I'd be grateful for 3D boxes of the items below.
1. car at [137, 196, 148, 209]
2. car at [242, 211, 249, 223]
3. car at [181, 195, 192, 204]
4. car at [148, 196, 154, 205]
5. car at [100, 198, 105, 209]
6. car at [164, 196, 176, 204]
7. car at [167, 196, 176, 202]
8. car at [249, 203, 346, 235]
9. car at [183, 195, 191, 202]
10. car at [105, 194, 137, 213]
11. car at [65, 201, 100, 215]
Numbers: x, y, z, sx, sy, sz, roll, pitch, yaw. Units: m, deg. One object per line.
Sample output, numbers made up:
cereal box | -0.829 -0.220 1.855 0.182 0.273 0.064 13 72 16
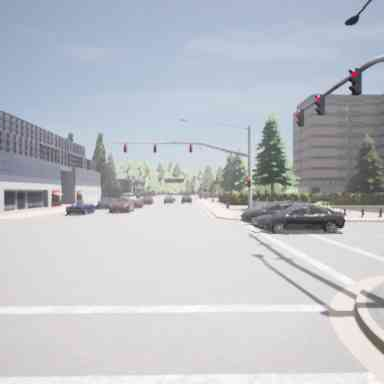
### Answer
car | -7.874 1.590 46.744 1.994 1.385 4.181 0 0 -1
car | 5.886 1.518 22.845 4.892 1.490 1.837 0 1 9
car | -1.034 1.388 65.456 2.097 1.767 4.553 0 0 -1
car | -8.022 1.510 59.999 1.882 1.535 5.008 0 0 0
car | -11.347 1.528 44.265 1.837 1.490 4.892 0 0 -1
car | -4.526 1.583 64.814 2.033 1.411 5.357 0 0 -1
car | -4.664 1.551 75.450 1.895 1.301 4.718 0 0 -1
car | 5.973 1.515 18.554 4.892 1.490 1.837 0 0 -4
car | -1.164 1.480 75.463 1.812 1.442 4.674 0 0 -1
car | -7.746 1.372 36.887 2.097 1.767 4.553 0 0 -1
car | -11.210 1.619 33.817 1.895 1.301 4.718 0 0 -1
